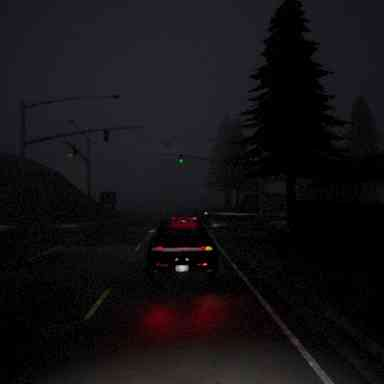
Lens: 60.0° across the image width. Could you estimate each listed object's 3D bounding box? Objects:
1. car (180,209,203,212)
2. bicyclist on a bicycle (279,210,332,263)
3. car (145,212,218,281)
[{"bbox_3d":[0.039,1.841,22.639,1.994,1.385,4.181,-1,-2,17],"label":"car"},{"bbox_3d":[3.496,1.392,10.221,1.656,1.620,0.582,0,-1,-2],"label":"bicyclist on a bicycle"},{"bbox_3d":[-0.333,1.589,10.199,2.128,1.511,4.902,0,-1,-2],"label":"car"}]
